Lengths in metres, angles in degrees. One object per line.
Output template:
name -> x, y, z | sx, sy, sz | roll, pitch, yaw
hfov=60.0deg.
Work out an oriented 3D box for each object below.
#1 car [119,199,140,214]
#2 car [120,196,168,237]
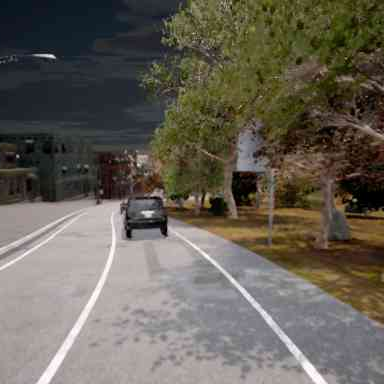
car -> -7.077, 1.586, 37.705 | 2.128, 1.511, 4.902 | -1, 0, -11
car -> -2.727, 1.254, 18.774 | 2.150, 2.045, 5.566 | -2, 0, -13
